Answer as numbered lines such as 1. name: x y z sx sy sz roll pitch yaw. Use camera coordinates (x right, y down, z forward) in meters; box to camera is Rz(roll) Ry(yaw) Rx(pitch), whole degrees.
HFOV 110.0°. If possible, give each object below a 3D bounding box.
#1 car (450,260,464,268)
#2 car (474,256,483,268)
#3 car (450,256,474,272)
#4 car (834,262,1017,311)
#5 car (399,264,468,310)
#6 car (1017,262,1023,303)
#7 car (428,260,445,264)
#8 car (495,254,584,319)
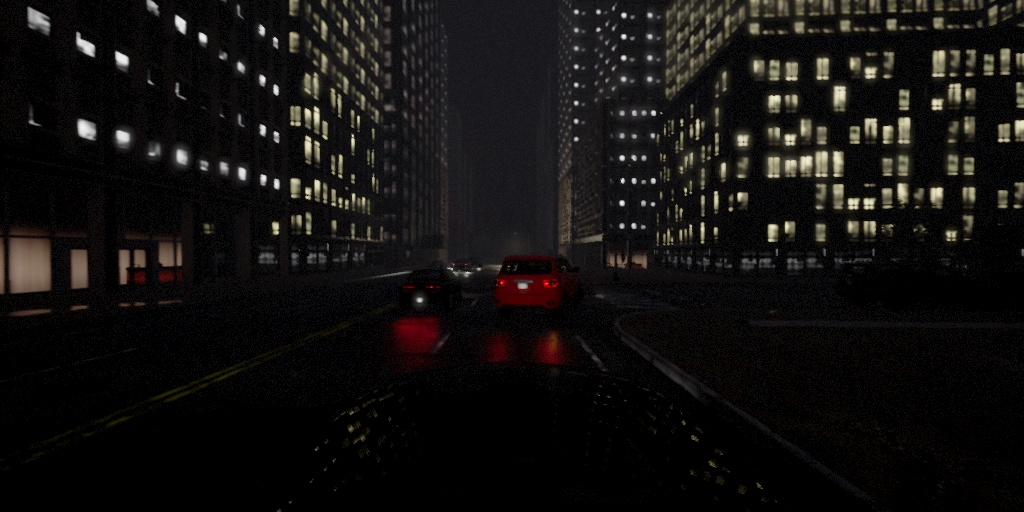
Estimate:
1. car: -9.781 1.393 64.097 1.895 1.301 4.718 0 0 0
2. car: -6.538 1.026 64.319 2.150 2.045 5.566 0 0 0
3. car: -6.593 1.124 47.323 2.097 1.767 4.553 0 0 0
4. car: 15.987 1.161 14.379 5.009 1.841 2.192 0 0 3
5. car: -3.166 1.258 14.748 1.837 1.490 4.892 0 0 0
6. car: 21.542 1.170 14.183 5.009 1.841 2.192 0 0 3
7. car: -9.845 1.298 47.001 1.812 1.442 4.674 0 0 0
8. car: 1.162 0.975 13.116 2.150 2.045 5.566 -1 0 18
